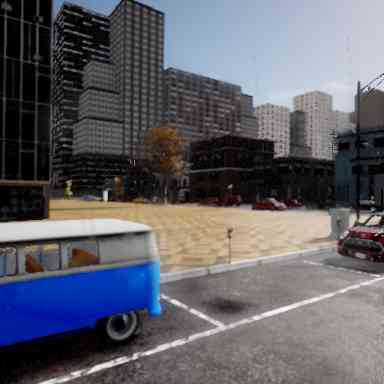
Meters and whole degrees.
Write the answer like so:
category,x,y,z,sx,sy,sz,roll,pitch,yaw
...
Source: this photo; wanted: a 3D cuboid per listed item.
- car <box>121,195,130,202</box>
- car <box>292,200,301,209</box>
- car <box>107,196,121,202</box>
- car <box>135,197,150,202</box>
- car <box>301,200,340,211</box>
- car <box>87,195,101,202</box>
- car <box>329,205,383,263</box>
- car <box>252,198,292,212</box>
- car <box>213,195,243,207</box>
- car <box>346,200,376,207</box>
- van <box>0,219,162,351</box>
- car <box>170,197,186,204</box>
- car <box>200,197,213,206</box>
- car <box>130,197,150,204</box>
category,x,y,z,sx,sy,sz,roll,pitch,yaw
car,-18.888,1.725,93.378,2.192,1.841,5.009,1,-1,-35
car,13.498,1.721,46.908,1.802,1.307,4.206,1,-1,-35
car,-19.446,1.813,79.475,1.947,1.339,4.313,1,-1,-35
car,-12.658,1.882,84.393,1.752,1.417,4.829,1,-1,-35
car,16.622,1.679,42.405,1.947,1.339,4.313,1,-1,-35
car,-25.677,1.826,88.458,1.752,1.417,4.829,1,-1,-35
car,6.799,1.424,11.362,4.097,1.590,1.967,0,1,-36
car,8.921,1.447,38.353,1.967,1.590,4.097,1,-1,-35
car,6.490,1.511,56.937,2.192,1.841,5.009,1,-1,-35
car,19.746,1.638,37.901,2.008,1.369,4.403,1,-1,-35
van,-2.390,1.340,4.798,3.998,1.788,1.690,0,1,-36
car,-3.070,1.715,70.570,1.967,1.590,4.097,1,-1,-35
car,3.298,1.662,61.479,1.967,1.590,4.097,1,-1,-35
car,-9.858,1.691,65.652,1.752,1.417,4.829,1,-1,-35
